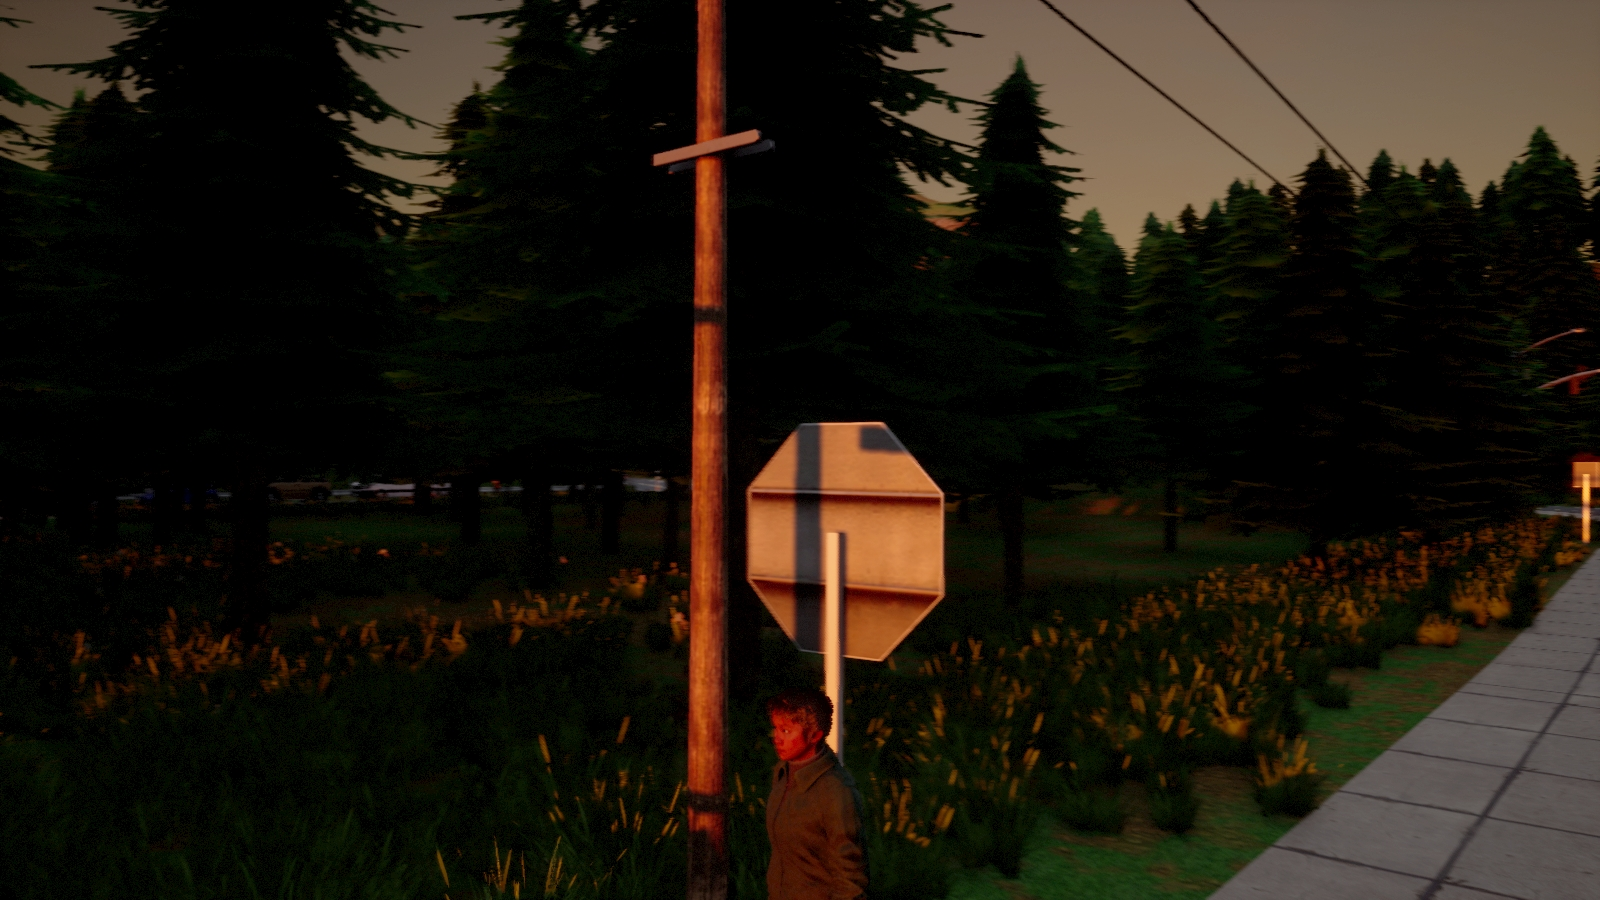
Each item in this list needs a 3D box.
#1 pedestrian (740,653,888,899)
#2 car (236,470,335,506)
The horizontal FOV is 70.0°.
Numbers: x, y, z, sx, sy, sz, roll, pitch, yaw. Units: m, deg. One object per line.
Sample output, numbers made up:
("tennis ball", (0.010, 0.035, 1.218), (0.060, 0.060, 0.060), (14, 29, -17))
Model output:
("pedestrian", (0.043, 1.690, 4.016), (0.375, 1.860, 0.375), (0, 0, -31))
("car", (-28.264, 2.038, 62.858), (1.932, 1.855, 4.605), (0, 0, 36))
